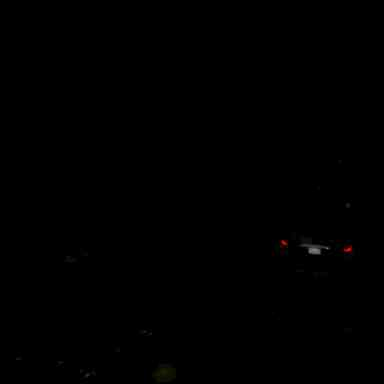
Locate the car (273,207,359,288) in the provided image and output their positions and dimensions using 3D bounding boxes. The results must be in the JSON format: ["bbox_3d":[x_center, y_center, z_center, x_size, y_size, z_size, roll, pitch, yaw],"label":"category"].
[{"bbox_3d":[3.960,1.564,10.367,2.097,1.767,4.553,3,0,24],"label":"car"}]

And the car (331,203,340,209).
[{"bbox_3d":[35.477,3.414,82.218,1.895,1.301,4.718,3,0,24],"label":"car"}]

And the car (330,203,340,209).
[{"bbox_3d":[31.454,3.103,73.000,2.097,1.767,4.553,3,0,24],"label":"car"}]

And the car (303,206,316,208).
[{"bbox_3d":[14.170,2.394,40.368,1.895,1.301,4.718,3,0,24],"label":"car"}]
